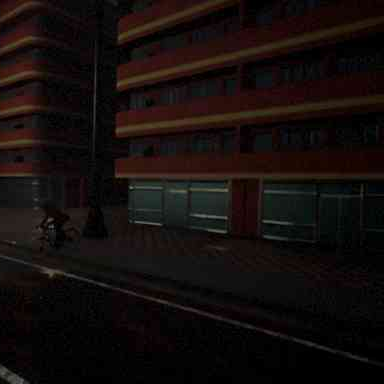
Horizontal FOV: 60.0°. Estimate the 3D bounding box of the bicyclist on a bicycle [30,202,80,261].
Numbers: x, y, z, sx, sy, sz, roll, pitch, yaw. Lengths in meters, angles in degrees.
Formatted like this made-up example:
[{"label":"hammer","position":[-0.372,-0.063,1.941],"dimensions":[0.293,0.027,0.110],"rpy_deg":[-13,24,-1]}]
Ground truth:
[{"label":"bicyclist on a bicycle","position":[-4.046,1.087,9.788],"dimensions":[0.582,1.620,1.656],"rpy_deg":[2,11,35]}]
